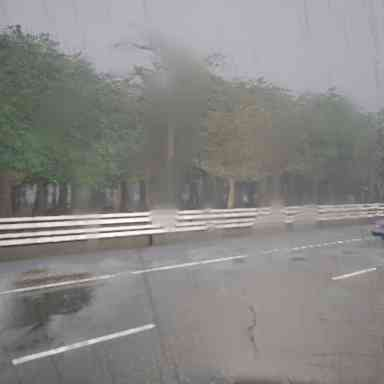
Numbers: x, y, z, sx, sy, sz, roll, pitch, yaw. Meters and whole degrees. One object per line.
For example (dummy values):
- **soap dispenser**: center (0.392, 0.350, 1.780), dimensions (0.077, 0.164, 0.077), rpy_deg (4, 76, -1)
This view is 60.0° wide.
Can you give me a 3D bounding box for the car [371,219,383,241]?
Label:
- **car**: center (10.318, 1.520, 15.045), dimensions (5.357, 1.411, 2.033), rpy_deg (0, 0, -33)
